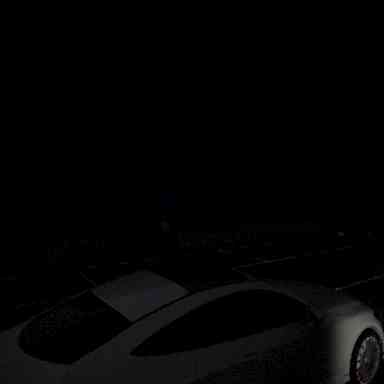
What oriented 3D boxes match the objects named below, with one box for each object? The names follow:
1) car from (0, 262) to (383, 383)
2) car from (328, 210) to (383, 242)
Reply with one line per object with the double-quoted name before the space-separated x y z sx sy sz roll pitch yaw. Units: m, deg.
"car" 0.211 1.525 3.585 4.674 1.442 1.812 0 0 -36
"car" 8.602 1.566 16.530 4.313 1.339 1.947 0 0 -36
